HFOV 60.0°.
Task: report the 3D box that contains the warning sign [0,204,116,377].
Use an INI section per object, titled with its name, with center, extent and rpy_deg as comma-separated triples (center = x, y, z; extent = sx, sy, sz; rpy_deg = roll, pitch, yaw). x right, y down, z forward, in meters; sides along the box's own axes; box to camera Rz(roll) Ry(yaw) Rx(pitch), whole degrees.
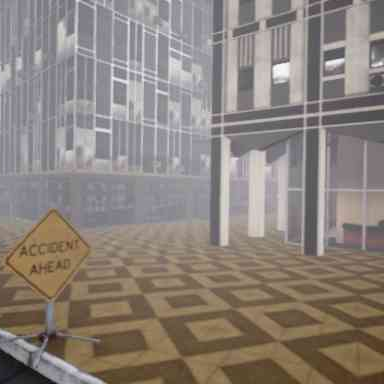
[warning sign]
center = -1.925, 1.126, 4.523
extent = 1.060, 1.860, 1.300
rpy_deg = 1, 0, 37
